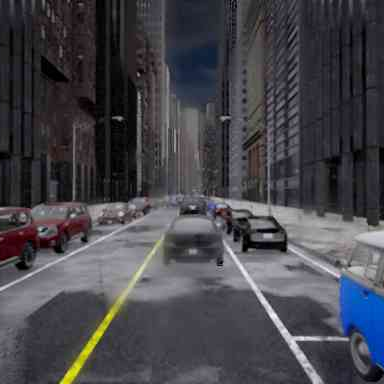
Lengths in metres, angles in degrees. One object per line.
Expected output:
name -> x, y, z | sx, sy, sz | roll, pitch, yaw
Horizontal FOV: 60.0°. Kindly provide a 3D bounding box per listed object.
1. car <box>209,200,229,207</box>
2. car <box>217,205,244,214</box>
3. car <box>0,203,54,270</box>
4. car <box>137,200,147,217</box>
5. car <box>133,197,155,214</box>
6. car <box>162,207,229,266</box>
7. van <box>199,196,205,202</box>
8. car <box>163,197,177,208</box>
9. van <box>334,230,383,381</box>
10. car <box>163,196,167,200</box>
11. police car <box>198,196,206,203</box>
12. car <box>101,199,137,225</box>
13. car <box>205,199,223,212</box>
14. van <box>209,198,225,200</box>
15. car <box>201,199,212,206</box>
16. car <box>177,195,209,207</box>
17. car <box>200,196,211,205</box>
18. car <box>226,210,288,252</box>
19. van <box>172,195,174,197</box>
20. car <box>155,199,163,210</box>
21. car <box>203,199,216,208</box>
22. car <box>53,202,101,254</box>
car -> 2.768, 1.723, 30.978 | 1.887, 1.381, 4.507 | 0, 0, 0
car -> 2.766, 1.678, 19.759 | 1.947, 1.339, 4.313 | 0, 0, 0
car -> -5.760, 1.363, 8.527 | 2.192, 1.841, 5.009 | 0, 0, 0
car -> -5.758, 1.729, 30.963 | 2.008, 1.369, 4.403 | 0, 0, 0
car -> -5.756, 1.527, 36.574 | 2.192, 1.841, 5.009 | 0, 0, 0
car -> 0.058, 1.545, 11.910 | 1.882, 1.535, 5.008 | 0, 0, 1
van -> 2.775, 1.916, 92.678 | 1.690, 1.788, 3.998 | 0, 0, 0
car -> -3.068, 1.882, 53.888 | 1.994, 1.385, 4.181 | 0, 0, 0
van -> 2.765, 1.358, 2.933 | 1.690, 1.788, 3.998 | 0, 0, 0
car -> -5.754, 1.902, 59.010 | 2.008, 1.369, 4.403 | 0, 0, 0
police car -> 2.376, 1.929, 82.130 | 1.930, 1.638, 5.238 | 0, 0, 0
car -> -5.758, 1.585, 25.355 | 1.967, 1.590, 4.097 | 0, 0, 0
car -> 2.769, 1.686, 42.196 | 1.967, 1.590, 4.097 | 0, 0, 0
van -> 2.769, 1.553, 36.588 | 1.690, 1.788, 3.998 | 0, 0, 0
car -> 2.771, 1.970, 64.631 | 1.802, 1.307, 4.206 | 0, 0, 0
car -> 0.072, 1.392, 29.270 | 2.150, 2.045, 5.566 | 0, 0, 0
car -> 2.772, 1.740, 70.242 | 2.192, 1.841, 5.009 | 0, 0, 0
car -> 2.766, 1.646, 14.150 | 1.947, 1.339, 4.313 | 0, 0, 0
van -> -5.752, 1.803, 75.839 | 1.690, 1.788, 3.998 | 0, 0, 0
car -> -5.756, 1.846, 47.791 | 1.947, 1.339, 4.313 | 0, 0, 0
car -> 2.770, 1.881, 53.413 | 1.947, 1.339, 4.313 | 0, 0, 0
car -> -5.759, 1.395, 14.136 | 2.192, 1.841, 5.009 | 0, 0, 0
